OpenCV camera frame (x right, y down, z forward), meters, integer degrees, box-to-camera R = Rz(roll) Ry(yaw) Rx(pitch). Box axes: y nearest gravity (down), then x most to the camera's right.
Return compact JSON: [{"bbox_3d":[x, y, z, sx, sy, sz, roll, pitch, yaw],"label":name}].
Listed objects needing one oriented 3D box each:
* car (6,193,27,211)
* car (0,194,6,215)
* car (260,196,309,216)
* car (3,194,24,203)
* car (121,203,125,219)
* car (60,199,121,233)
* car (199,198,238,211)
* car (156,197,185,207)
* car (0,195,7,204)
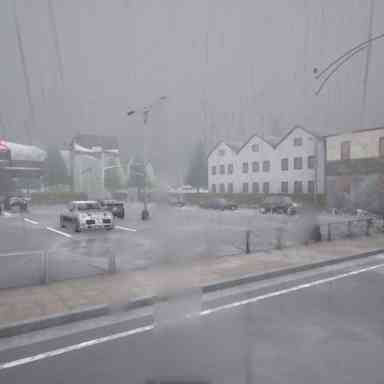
[{"bbox_3d":[-20.135,1.092,37.938,1.905,1.878,3.866,0,0,-36],"label":"car"},{"bbox_3d":[-18.223,1.113,29.628,1.932,1.855,4.605,0,0,-36],"label":"car"},{"bbox_3d":[8.460,1.176,30.600,2.097,1.767,4.553,0,0,-35],"label":"car"},{"bbox_3d":[-39.270,1.328,73.021,3.866,1.878,1.905,0,0,-36],"label":"car"},{"bbox_3d":[-6.749,1.313,25.535,2.007,1.523,4.514,0,0,-36],"label":"car"},{"bbox_3d":[-5.620,1.248,17.672,1.970,1.475,3.806,0,0,-36],"label":"car"},{"bbox_3d":[2.925,1.371,38.366,2.033,1.411,5.357,0,0,-36],"label":"car"},{"bbox_3d":[-3.078,1.371,46.860,2.033,1.411,5.357,0,0,-35],"label":"car"},{"bbox_3d":[-39.497,1.495,65.893,4.611,1.667,2.242,0,0,-36],"label":"car"}]
